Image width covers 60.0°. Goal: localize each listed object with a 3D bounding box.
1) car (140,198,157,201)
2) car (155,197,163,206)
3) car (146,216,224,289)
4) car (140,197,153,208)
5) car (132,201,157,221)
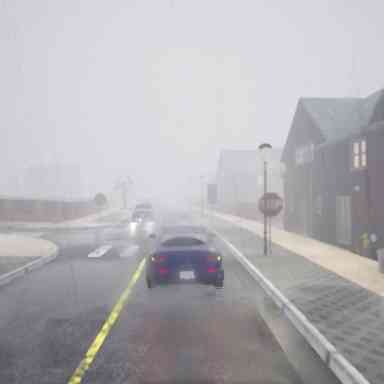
[{"bbox_3d":[-5.552,1.873,41.305,1.812,1.442,4.674,0,0,-7],"label":"car"},{"bbox_3d":[-7.445,1.944,70.350,2.097,1.767,4.553,0,-1,-12],"label":"car"},{"bbox_3d":[-0.242,1.606,9.301,1.812,1.442,4.674,0,-1,-3],"label":"car"},{"bbox_3d":[-7.972,1.832,57.933,2.097,1.767,4.553,0,0,-9],"label":"car"},{"bbox_3d":[-4.356,1.780,30.100,1.812,1.442,4.674,0,0,-5],"label":"car"}]
